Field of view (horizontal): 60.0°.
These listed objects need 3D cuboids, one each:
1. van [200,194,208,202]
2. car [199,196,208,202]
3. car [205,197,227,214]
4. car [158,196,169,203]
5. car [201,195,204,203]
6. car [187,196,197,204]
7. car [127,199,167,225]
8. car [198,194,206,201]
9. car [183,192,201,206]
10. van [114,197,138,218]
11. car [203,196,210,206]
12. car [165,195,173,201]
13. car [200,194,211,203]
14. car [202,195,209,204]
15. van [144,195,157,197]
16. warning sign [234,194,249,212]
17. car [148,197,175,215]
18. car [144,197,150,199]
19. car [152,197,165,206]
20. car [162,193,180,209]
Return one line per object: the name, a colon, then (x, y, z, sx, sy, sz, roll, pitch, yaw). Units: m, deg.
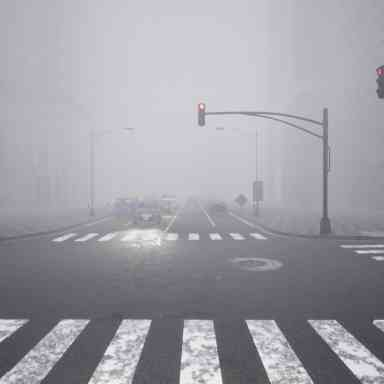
van: (2.719, 1.378, 74.110, 1.690, 1.788, 3.998, 0, 0, 0)
car: (2.715, 1.592, 79.635, 2.008, 1.369, 4.403, 0, 0, 0)
car: (2.754, 1.553, 35.432, 1.887, 1.381, 4.507, 0, 0, 0)
car: (-5.818, 1.583, 68.594, 2.008, 1.369, 4.403, 0, 0, 0)
car: (2.739, 1.546, 52.178, 1.752, 1.417, 4.829, 0, 0, 0)
car: (-0.043, 1.556, 65.144, 1.812, 1.442, 4.674, 0, 0, 0)
car: (-3.162, 1.495, 24.452, 2.128, 1.511, 4.902, 0, 0, -3)
car: (2.705, 1.490, 90.687, 1.967, 1.590, 4.097, 0, 0, 0)
car: (0.023, 1.375, 55.466, 2.097, 1.767, 4.553, 0, 0, 0)
van: (-5.799, 1.347, 29.919, 1.690, 1.788, 3.998, 0, 0, 0)
car: (2.749, 1.557, 40.957, 1.887, 1.381, 4.507, 0, 0, 0)
car: (-5.826, 1.571, 84.999, 1.752, 1.417, 4.829, 0, 0, 0)
car: (2.724, 1.348, 68.584, 2.192, 1.841, 5.009, 0, 0, 0)
car: (2.744, 1.561, 46.482, 1.887, 1.381, 4.507, 0, 0, 0)
van: (-5.808, 1.357, 46.494, 1.690, 1.788, 3.998, 0, 0, 0)
warning sign: (5.049, 1.123, 34.048, 1.300, 1.860, 1.060, 0, 0, 0)
car: (-3.114, 1.534, 34.473, 1.812, 1.442, 4.674, 0, 0, 0)
car: (-5.801, 1.553, 35.444, 1.887, 1.381, 4.507, 0, 0, 0)
car: (-5.812, 1.606, 57.544, 1.802, 1.307, 4.206, 0, 0, 0)
car: (-3.121, 1.236, 45.108, 2.150, 2.045, 5.566, 0, 0, 0)
